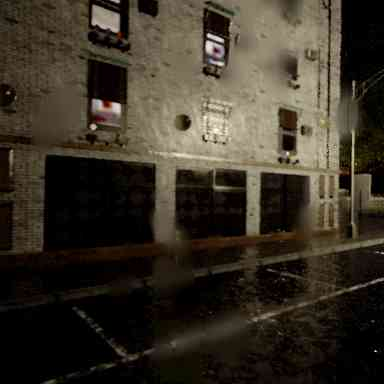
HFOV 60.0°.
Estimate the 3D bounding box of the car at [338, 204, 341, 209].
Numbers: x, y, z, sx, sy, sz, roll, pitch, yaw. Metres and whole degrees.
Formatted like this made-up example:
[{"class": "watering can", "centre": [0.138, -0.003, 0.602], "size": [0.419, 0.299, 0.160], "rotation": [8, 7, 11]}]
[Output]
[{"class": "car", "centre": [15.725, 1.593, 40.796], "size": [1.752, 1.417, 4.829], "rotation": [2, -1, -35]}]
